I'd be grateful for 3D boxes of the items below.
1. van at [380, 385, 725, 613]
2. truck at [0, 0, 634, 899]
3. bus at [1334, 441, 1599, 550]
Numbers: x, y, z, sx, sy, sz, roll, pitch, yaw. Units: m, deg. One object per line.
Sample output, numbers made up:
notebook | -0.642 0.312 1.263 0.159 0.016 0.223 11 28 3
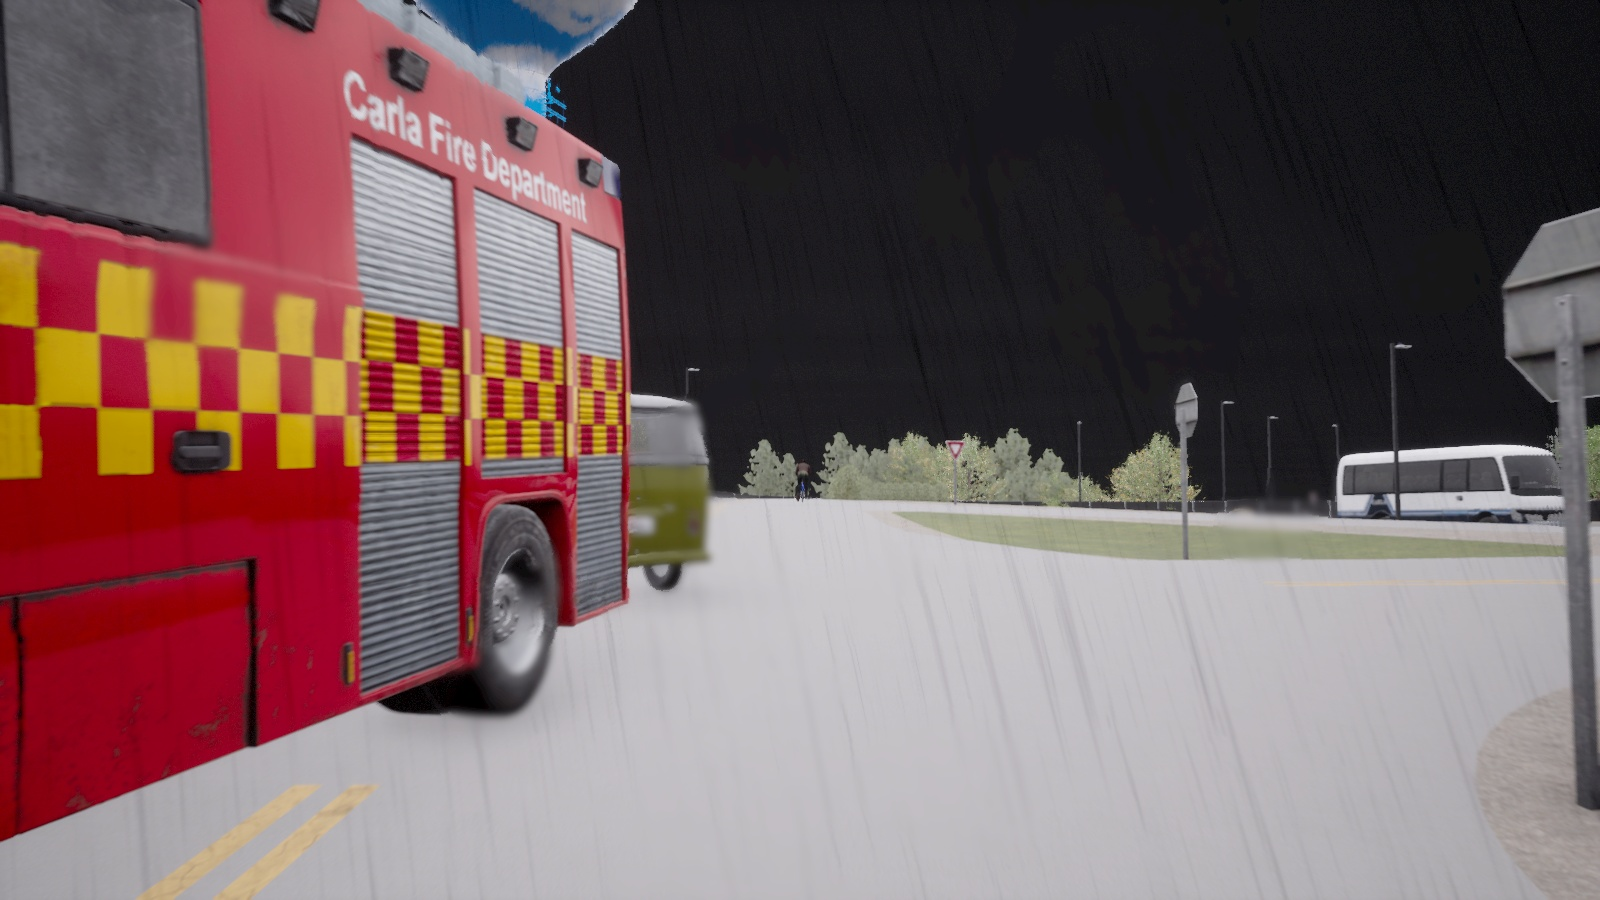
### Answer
van | -2.780 0.433 13.250 1.775 1.987 4.442 0 0 -37
truck | -3.377 -0.448 4.507 2.891 3.827 8.468 0 0 12
bus | 28.654 2.062 54.712 3.944 4.253 10.273 0 -3 -19
